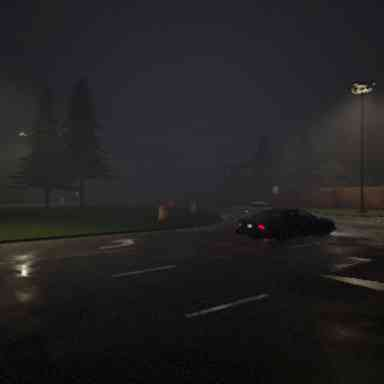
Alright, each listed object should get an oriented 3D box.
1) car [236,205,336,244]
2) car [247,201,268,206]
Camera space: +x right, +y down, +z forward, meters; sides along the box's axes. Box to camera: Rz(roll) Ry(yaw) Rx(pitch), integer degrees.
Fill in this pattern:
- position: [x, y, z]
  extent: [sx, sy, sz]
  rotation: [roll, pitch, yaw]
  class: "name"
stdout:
- position: [4.488, 1.475, 15.550]
  extent: [5.357, 1.411, 2.033]
  rotation: [0, 0, -35]
  class: "car"
- position: [4.895, 1.421, 24.441]
  extent: [1.812, 1.442, 4.674]
  rotation: [0, 0, 16]
  class: "car"
